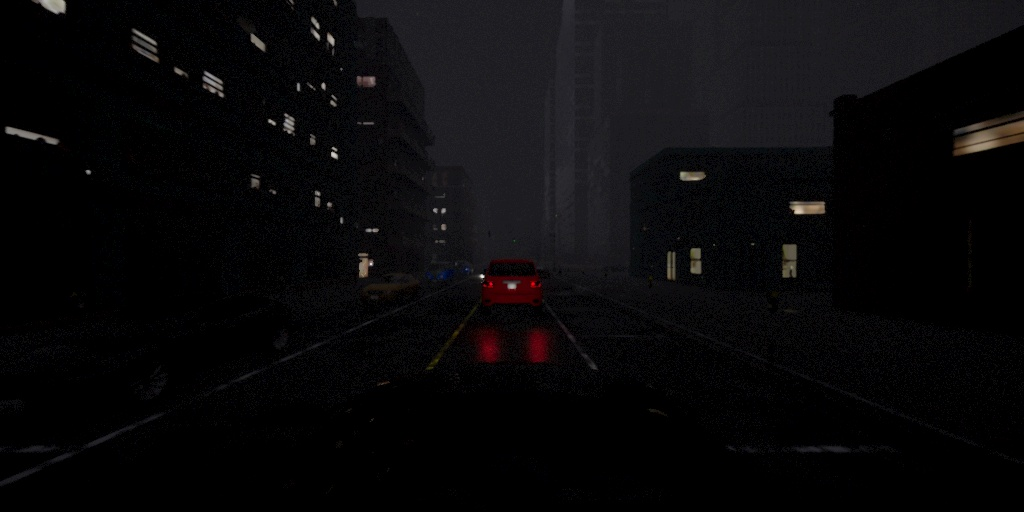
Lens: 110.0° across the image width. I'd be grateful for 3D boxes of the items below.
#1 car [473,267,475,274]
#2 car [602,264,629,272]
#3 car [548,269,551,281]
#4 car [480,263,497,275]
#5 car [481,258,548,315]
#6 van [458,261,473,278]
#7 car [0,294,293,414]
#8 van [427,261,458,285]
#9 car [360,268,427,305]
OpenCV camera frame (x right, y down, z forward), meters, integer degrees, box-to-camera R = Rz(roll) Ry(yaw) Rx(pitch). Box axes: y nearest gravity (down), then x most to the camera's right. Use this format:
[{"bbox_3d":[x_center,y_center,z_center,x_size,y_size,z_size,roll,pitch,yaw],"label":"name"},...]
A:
[{"bbox_3d":[-5.685,1.699,45.313,2.007,1.370,4.403,0,0,0],"label":"car"},{"bbox_3d":[16.723,1.954,57.521,4.403,1.370,2.007,0,0,1],"label":"car"},{"bbox_3d":[2.695,1.596,34.187,1.888,1.381,4.507,0,0,0],"label":"car"},{"bbox_3d":[-3.018,1.646,47.657,1.882,1.535,5.008,0,-1,1],"label":"car"},{"bbox_3d":[0.011,1.096,14.416,2.150,2.045,5.566,0,0,0],"label":"car"},{"bbox_3d":[-5.685,1.440,39.733,1.690,1.789,3.998,0,0,0],"label":"van"},{"bbox_3d":[-5.691,1.360,6.249,1.948,1.339,4.313,0,0,0],"label":"car"},{"bbox_3d":[-5.687,1.341,28.571,1.690,1.789,3.998,0,0,0],"label":"van"},{"bbox_3d":[-5.689,1.424,17.241,1.751,1.417,4.829,0,0,0],"label":"car"}]
